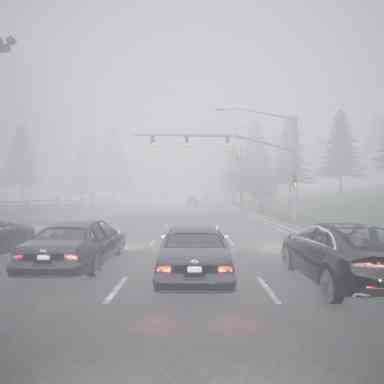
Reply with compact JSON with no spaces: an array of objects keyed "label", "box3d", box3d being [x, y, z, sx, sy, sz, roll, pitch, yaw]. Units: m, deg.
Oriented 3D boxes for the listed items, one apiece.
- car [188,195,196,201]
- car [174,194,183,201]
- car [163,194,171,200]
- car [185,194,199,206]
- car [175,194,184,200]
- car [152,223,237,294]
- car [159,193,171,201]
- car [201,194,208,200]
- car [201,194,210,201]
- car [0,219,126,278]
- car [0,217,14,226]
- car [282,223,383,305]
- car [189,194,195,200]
[{"label":"car","box3d":[0.013,1.531,83.639,2.033,1.411,5.357,0,0,0]},{"label":"car","box3d":[-3.487,1.517,84.056,1.812,1.442,4.674,0,0,0]},{"label":"car","box3d":[-6.985,1.385,94.060,1.994,1.385,4.181,0,0,0]},{"label":"car","box3d":[0.006,1.352,52.996,2.097,1.767,4.553,0,0,0]},{"label":"car","box3d":[-3.485,1.357,94.060,2.128,1.511,4.902,0,0,0]},{"label":"car","box3d":[0.068,1.547,8.957,2.033,1.411,5.357,0,0,0]},{"label":"car","box3d":[-6.987,1.217,83.670,2.150,2.045,5.566,0,0,0]},{"label":"car","box3d":[3.515,1.310,94.059,1.882,1.535,5.008,0,0,0]},{"label":"car","box3d":[3.513,1.492,83.639,1.837,1.490,4.892,0,0,0]},{"label":"car","box3d":[-3.400,1.547,10.126,2.033,1.411,5.357,0,0,0]},{"label":"car","box3d":[-6.898,1.491,10.801,2.128,1.511,4.902,0,0,0]},{"label":"car","box3d":[3.602,1.491,8.050,2.128,1.511,4.902,0,0,0]},{"label":"car","box3d":[0.015,1.310,94.059,1.882,1.535,5.008,0,0,0]}]
